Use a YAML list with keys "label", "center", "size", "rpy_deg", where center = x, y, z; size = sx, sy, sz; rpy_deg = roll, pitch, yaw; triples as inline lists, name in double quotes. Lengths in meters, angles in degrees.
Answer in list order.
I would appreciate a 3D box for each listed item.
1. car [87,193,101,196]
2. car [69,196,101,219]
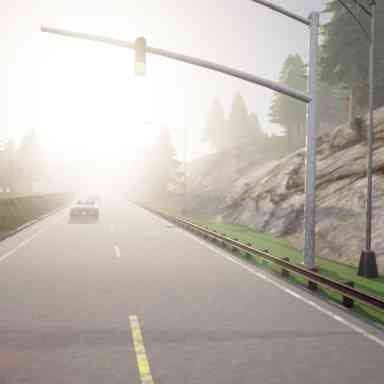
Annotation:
- label: "car"
  center: [-14.481, 0.829, 49.177]
  size: [1.994, 1.385, 4.181]
  rpy_deg: [1, 0, -15]
- label: "car"
  center: [-7.952, 1.227, 24.852]
  size: [1.994, 1.385, 4.181]
  rpy_deg: [1, 0, -15]
